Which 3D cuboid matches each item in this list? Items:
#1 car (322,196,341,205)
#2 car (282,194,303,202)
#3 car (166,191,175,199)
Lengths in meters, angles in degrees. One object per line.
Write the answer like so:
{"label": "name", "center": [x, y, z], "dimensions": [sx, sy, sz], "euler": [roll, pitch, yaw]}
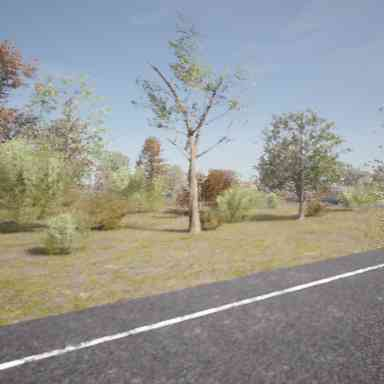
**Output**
{"label": "car", "center": [22.593, 1.370, 51.581], "dimensions": [2.128, 1.511, 4.902], "euler": [0, 0, -37]}
{"label": "car", "center": [19.845, 1.131, 66.773], "dimensions": [2.097, 1.767, 4.553], "euler": [0, 0, -37]}
{"label": "car", "center": [-5.408, 0.817, 91.357], "dimensions": [2.150, 2.045, 5.566], "euler": [0, 0, -30]}
